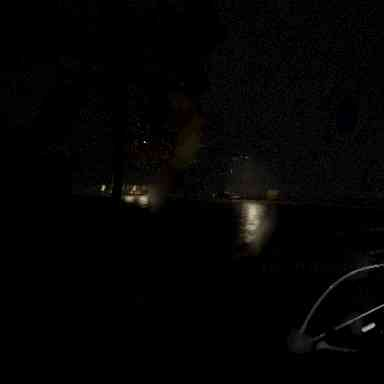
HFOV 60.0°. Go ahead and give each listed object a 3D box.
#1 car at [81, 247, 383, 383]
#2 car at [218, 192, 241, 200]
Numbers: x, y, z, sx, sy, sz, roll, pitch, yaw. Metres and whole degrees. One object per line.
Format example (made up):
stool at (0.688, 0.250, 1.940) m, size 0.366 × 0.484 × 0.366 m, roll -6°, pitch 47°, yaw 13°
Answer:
car at (1.228, 1.509, 3.927) m, size 4.892 × 1.490 × 1.837 m, roll 0°, pitch 0°, yaw -35°
car at (6.897, 0.724, 61.394) m, size 2.128 × 1.511 × 4.902 m, roll 1°, pitch 0°, yaw -35°
